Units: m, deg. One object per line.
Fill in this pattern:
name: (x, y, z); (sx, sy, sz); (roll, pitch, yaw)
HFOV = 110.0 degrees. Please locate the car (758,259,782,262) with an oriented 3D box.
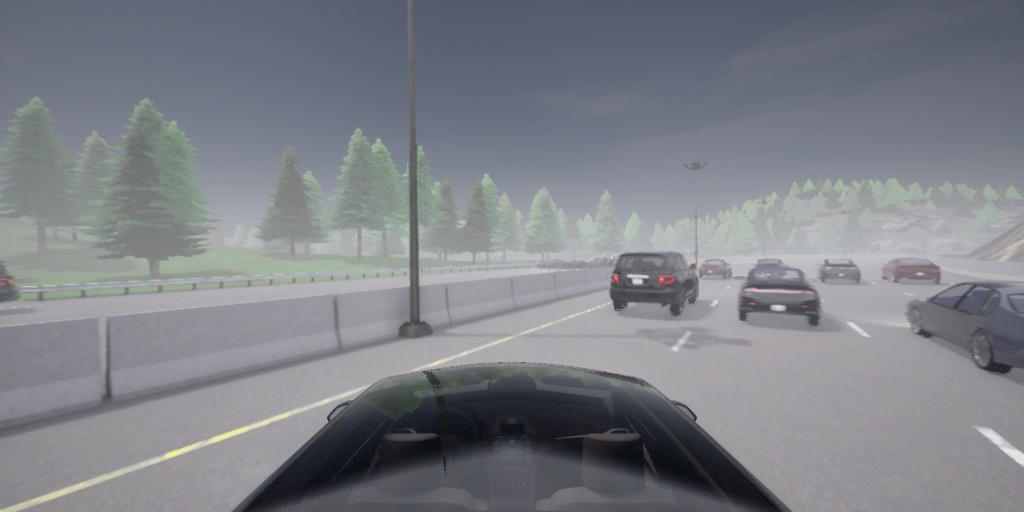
car: (18.190, 0.936, 25.293); (1.837, 1.490, 4.892); (-1, 0, 37)

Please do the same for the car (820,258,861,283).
car: (21.016, 0.899, 23.227); (2.128, 1.511, 4.902); (0, 0, 37)

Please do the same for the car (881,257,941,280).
car: (24.878, 0.843, 22.527); (1.882, 1.535, 5.008); (-1, 0, 37)

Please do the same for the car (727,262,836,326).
car: (8.220, 1.103, 11.231); (2.128, 1.511, 4.902); (0, 0, 35)

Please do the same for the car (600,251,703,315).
car: (5.401, 0.856, 13.313); (2.150, 2.045, 5.566); (0, 0, 35)

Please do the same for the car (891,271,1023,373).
car: (9.218, 1.168, 6.509); (2.033, 1.411, 5.357); (0, 0, 35)

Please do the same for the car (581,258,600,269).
car: (10.899, 0.963, 44.502); (1.837, 1.490, 4.892); (0, 0, 40)

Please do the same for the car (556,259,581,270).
car: (8.212, 1.052, 46.744); (1.895, 1.301, 4.718); (0, 0, 40)

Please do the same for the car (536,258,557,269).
car: (5.555, 1.039, 49.022); (2.033, 1.411, 5.357); (0, 0, 40)

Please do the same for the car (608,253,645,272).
car: (13.575, 0.708, 42.248); (2.150, 2.045, 5.566); (0, 0, 40)

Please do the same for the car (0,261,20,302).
car: (-21.228, 1.172, 12.021); (2.150, 2.045, 5.566); (0, 0, 35)

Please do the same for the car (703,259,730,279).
car: (15.917, 0.971, 28.099); (1.812, 1.442, 4.674); (-1, 0, 37)
